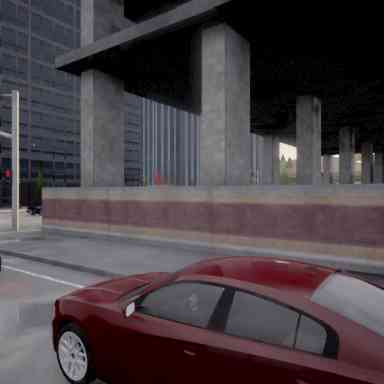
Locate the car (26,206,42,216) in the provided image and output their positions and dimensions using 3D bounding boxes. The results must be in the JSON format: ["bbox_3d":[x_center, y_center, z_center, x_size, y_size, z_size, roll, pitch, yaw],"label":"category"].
[{"bbox_3d":[-14.083,1.656,33.517,1.895,1.301,4.718,0,0,36],"label":"car"}]

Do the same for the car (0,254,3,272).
[{"bbox_3d":[-6.887,1.564,8.850,4.181,1.385,1.994,0,0,36],"label":"car"}]

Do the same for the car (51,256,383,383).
[{"bbox_3d":[0.460,1.478,3.662,5.008,1.535,1.882,0,0,35],"label":"car"}]
